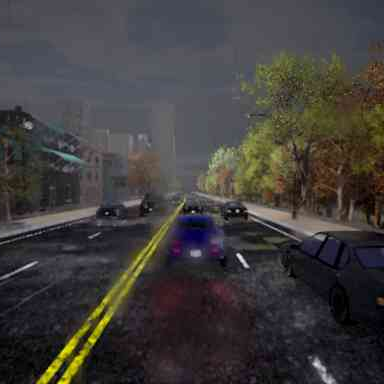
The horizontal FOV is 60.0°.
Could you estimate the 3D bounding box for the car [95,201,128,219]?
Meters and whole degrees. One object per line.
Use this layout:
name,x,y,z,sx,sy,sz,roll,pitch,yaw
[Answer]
car,-6.598,1.450,27.776,1.994,1.385,4.181,0,0,0

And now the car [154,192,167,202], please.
car,-6.507,0.932,68.329,2.150,2.045,5.566,0,0,0

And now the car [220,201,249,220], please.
car,3.346,1.437,26.929,2.033,1.411,5.357,0,0,0

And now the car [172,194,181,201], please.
car,-3.257,1.208,70.585,2.033,1.411,5.357,0,0,0

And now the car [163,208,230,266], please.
car,0.112,1.479,11.265,1.812,1.442,4.674,0,0,0

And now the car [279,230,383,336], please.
car,3.349,1.519,6.930,2.033,1.411,5.357,0,0,0

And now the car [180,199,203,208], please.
car,0.097,1.469,32.104,1.895,1.301,4.718,0,0,0

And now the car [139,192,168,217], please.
car,-3.350,1.101,30.015,2.150,2.045,5.566,0,0,0
